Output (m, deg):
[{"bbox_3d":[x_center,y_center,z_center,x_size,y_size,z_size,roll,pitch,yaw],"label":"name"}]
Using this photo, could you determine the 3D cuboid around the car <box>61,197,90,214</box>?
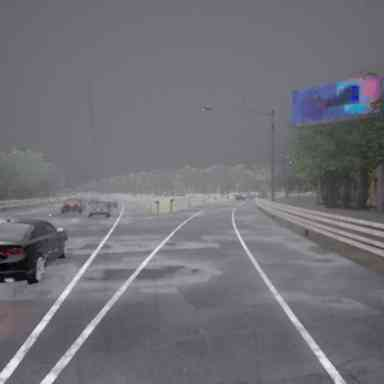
[{"bbox_3d":[-12.988,1.435,36.827,2.097,1.767,4.553,0,0,-11],"label":"car"}]

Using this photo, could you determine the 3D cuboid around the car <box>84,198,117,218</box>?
[{"bbox_3d":[-8.461,1.591,31.060,2.033,1.411,5.357,0,0,-10],"label":"car"}]

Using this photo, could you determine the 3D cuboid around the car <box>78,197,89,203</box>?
[{"bbox_3d":[-25.855,1.874,79.634,2.128,1.511,4.902,0,0,-14],"label":"car"}]

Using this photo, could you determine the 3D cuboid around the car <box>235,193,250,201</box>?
[{"bbox_3d":[10.351,1.137,70.049,1.837,1.490,4.892,0,0,20],"label":"car"}]

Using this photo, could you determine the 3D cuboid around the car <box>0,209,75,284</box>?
[{"bbox_3d":[-4.887,1.477,9.460,1.882,1.535,5.008,0,0,-9],"label":"car"}]

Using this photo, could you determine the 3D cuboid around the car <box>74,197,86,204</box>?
[{"bbox_3d":[-23.536,1.755,69.855,1.882,1.535,5.008,0,0,-13],"label":"car"}]

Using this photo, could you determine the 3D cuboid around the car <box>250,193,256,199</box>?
[{"bbox_3d":[13.977,0.956,79.547,2.128,1.511,4.902,0,1,26],"label":"car"}]

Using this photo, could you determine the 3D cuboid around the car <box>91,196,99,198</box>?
[{"bbox_3d":[-18.090,1.560,62.033,2.097,1.767,4.553,0,0,-13],"label":"car"}]
